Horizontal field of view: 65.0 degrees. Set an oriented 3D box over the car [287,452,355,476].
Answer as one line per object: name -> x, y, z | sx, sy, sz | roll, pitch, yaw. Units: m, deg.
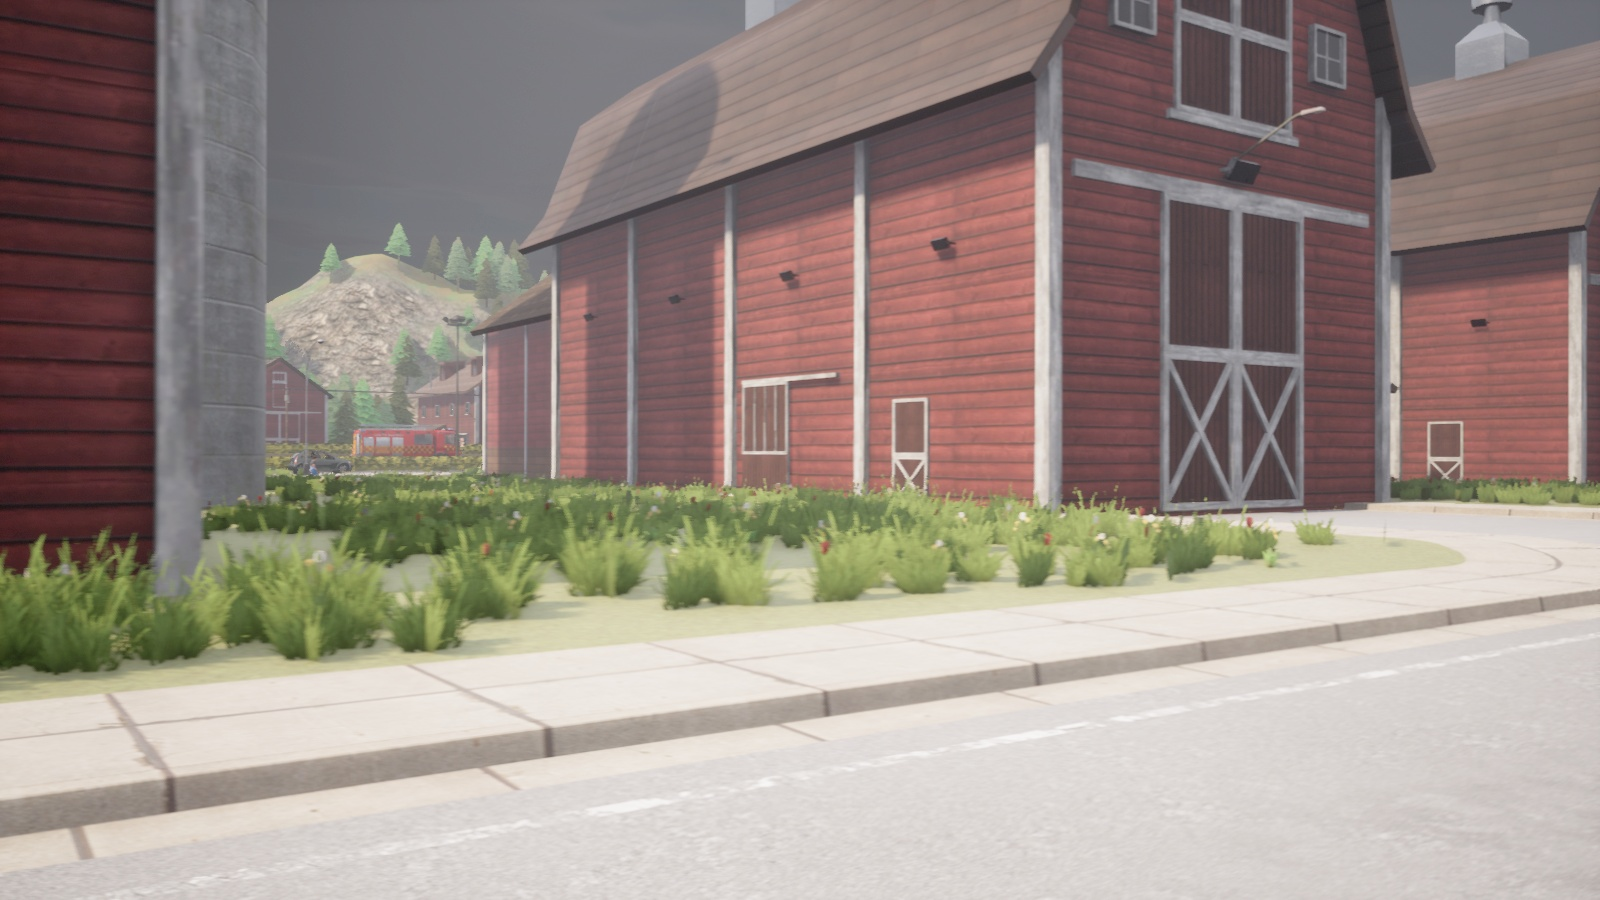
car -> -32.445, 0.947, 85.072 | 3.988, 1.617, 1.851 | 0, 0, -34
